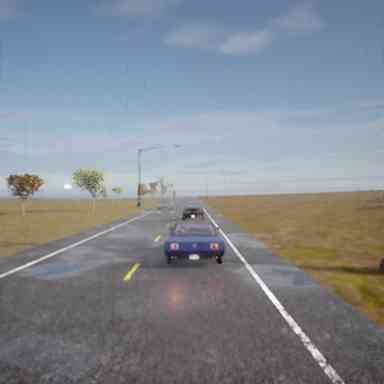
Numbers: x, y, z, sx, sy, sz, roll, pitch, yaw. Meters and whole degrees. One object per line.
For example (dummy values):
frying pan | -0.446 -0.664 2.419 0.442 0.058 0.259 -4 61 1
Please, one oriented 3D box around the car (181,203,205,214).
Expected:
car | 0.099 1.722 29.121 1.837 1.490 4.892 0 0 0

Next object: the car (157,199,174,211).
car | -3.564 1.689 45.715 2.097 1.767 4.553 0 0 0

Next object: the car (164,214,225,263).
car | 0.087 1.695 12.306 1.895 1.301 4.718 0 0 0
